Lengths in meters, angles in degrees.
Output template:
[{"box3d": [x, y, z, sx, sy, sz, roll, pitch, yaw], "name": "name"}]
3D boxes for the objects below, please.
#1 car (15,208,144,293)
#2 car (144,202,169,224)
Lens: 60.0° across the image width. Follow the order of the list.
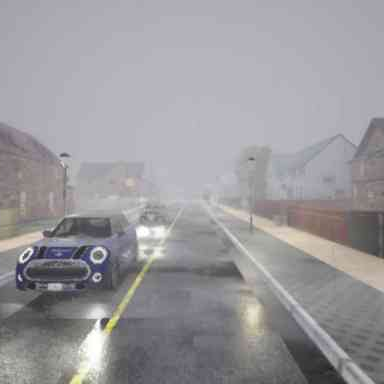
[{"box3d": [-2.809, 1.371, 9.111, 2.097, 1.767, 4.553, 0, 0, 0], "name": "car"}, {"box3d": [-2.787, 1.561, 25.401, 2.128, 1.511, 4.902, 0, 0, 1], "name": "car"}]
